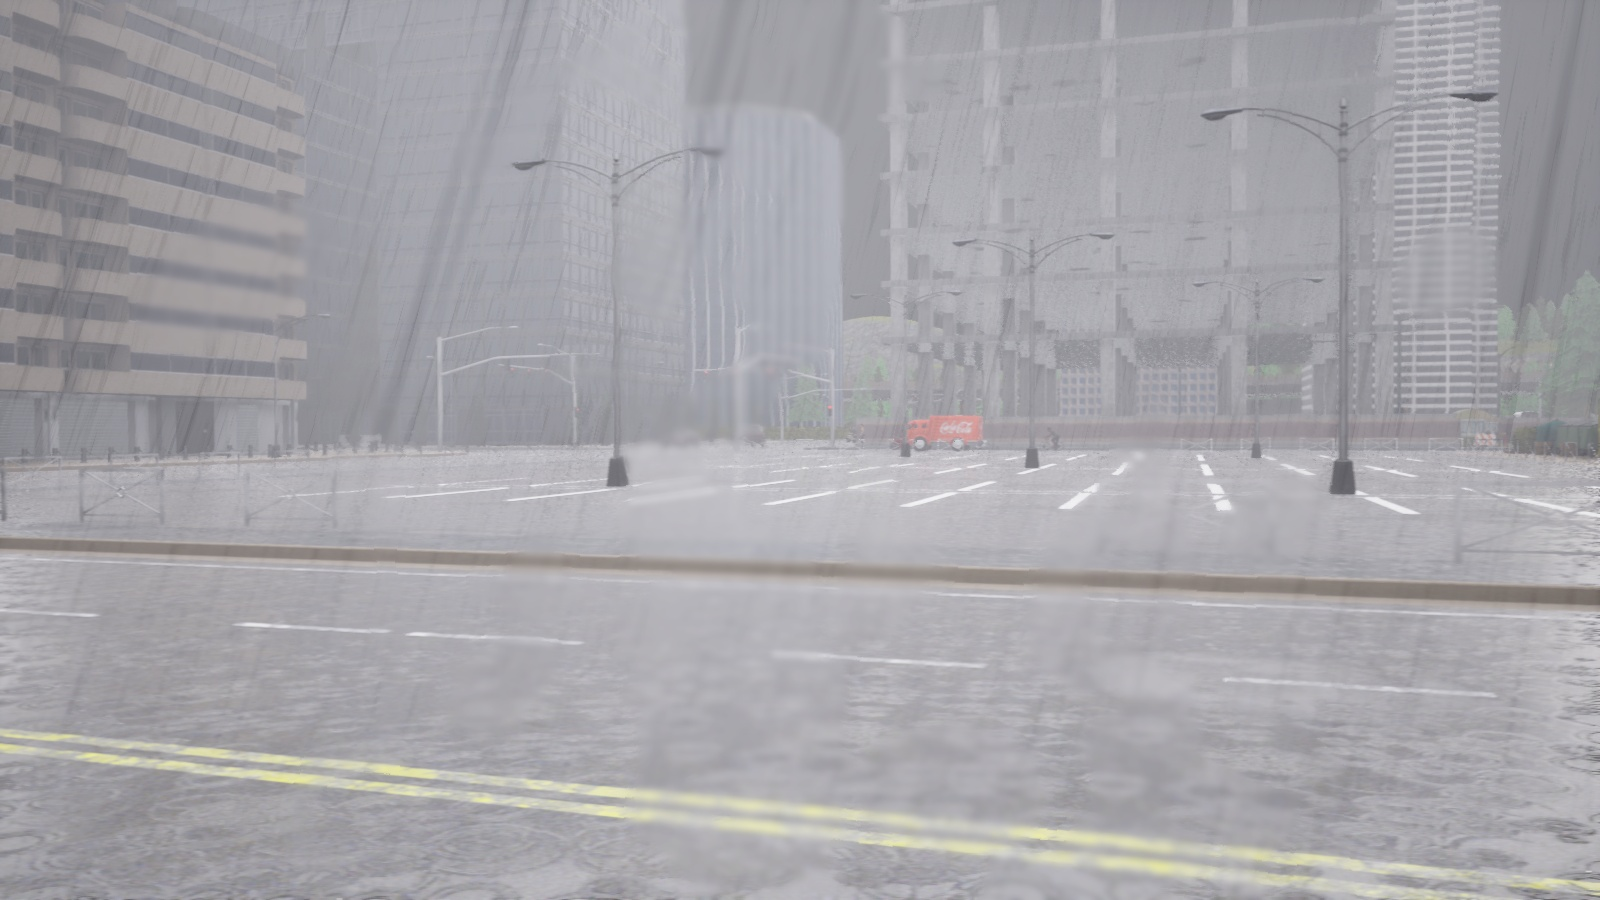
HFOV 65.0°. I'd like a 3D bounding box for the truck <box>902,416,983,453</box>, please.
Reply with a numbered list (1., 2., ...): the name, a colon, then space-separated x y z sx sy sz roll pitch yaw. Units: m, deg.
1. truck: 9.883 -1.071 86.926 5.204 2.467 2.627 0 1 17
